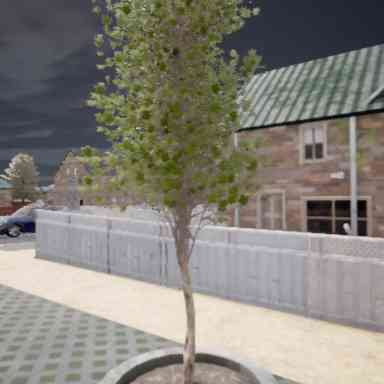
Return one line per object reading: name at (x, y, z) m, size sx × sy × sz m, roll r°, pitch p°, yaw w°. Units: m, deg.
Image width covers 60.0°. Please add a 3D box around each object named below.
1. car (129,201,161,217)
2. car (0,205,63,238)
car at (-3.412, 1.769, 28.552) m, size 2.150 × 2.045 × 5.566 m, roll -1°, pitch -2°, yaw 35°
car at (-9.637, 1.658, 19.912) m, size 2.097 × 1.767 × 4.553 m, roll -1°, pitch -2°, yaw 37°
